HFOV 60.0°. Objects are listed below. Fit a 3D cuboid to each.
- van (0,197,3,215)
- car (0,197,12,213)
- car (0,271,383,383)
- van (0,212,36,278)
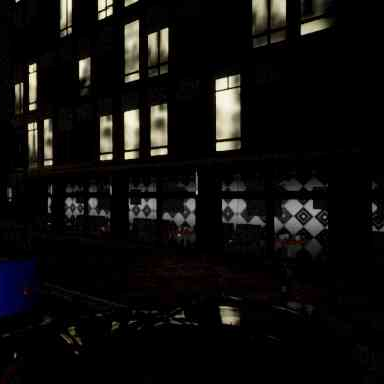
[{"bbox_3d":[-21.251,1.425,33.020,1.690,1.788,3.998,-1,-1,35],"label":"van"},{"bbox_3d":[-14.414,1.358,28.174,2.192,1.841,5.009,-1,-1,35],"label":"car"},{"bbox_3d":[0.110,1.582,2.759,4.206,1.307,1.802,0,0,35],"label":"car"},{"bbox_3d":[-4.522,1.342,6.062,3.998,1.788,1.690,0,0,35],"label":"van"}]
